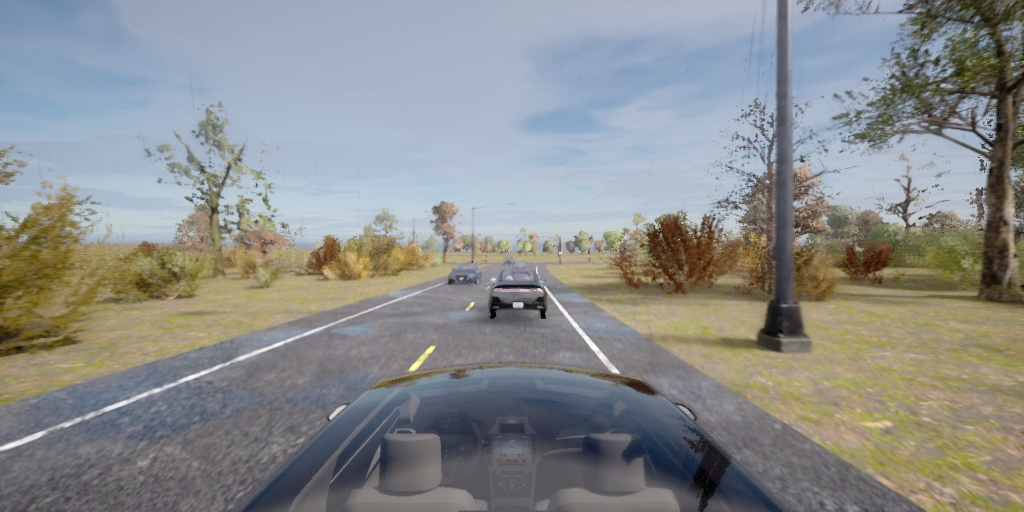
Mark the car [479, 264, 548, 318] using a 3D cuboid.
[{"bbox_3d":[0.216,1.214,12.847,2.128,1.511,4.902,0,0,1],"label":"car"}]

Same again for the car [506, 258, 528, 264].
[{"bbox_3d":[0.854,1.206,33.859,2.033,1.411,5.357,0,0,3],"label":"car"}]

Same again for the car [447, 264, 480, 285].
[{"bbox_3d":[-3.183,1.247,24.985,1.994,1.385,4.181,0,0,2],"label":"car"}]
